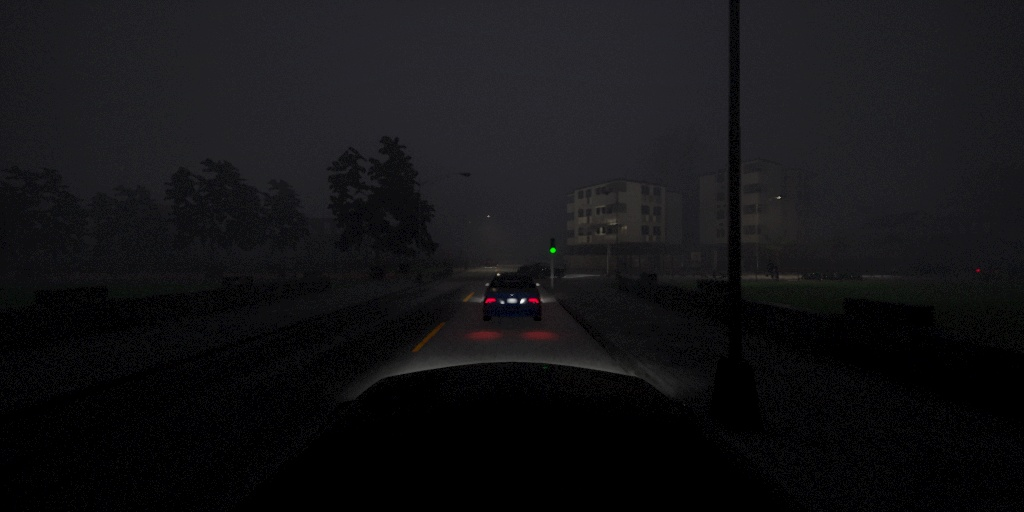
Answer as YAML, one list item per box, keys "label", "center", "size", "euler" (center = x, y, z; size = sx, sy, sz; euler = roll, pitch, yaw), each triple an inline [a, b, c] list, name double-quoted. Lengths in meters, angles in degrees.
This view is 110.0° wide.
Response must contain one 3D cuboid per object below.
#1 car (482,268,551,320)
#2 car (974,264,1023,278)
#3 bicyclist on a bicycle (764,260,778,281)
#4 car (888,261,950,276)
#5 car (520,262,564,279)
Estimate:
- label: "car"
  center: [0.018, 1.303, 12.554]
  size: [2.033, 1.411, 5.357]
  euler: [0, 0, 0]
- label: "car"
  center: [44.634, 1.360, 31.917]
  size: [4.718, 1.301, 1.895]
  euler: [0, 0, 0]
- label: "bicyclist on a bicycle"
  center: [19.965, 1.110, 27.625]
  size: [0.582, 1.620, 1.656]
  euler: [0, 0, 0]
- label: "car"
  center: [40.835, 1.254, 36.030]
  size: [4.902, 1.511, 2.128]
  euler: [0, 0, 0]
- label: "car"
  center: [2.550, 1.257, 30.457]
  size: [2.128, 1.511, 4.902]
  euler: [-1, -1, 41]
